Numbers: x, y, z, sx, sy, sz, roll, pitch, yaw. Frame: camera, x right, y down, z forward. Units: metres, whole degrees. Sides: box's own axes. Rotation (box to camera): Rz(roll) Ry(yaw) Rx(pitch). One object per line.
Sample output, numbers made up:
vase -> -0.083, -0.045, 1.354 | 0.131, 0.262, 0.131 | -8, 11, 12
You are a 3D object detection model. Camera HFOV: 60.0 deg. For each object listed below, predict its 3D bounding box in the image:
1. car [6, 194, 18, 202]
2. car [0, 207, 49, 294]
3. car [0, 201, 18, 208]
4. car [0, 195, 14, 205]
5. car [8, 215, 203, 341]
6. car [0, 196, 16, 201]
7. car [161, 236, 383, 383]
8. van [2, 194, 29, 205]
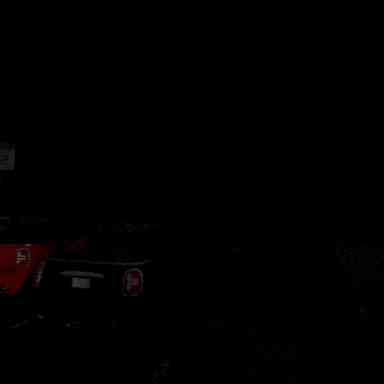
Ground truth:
car -> -25.286, 1.327, 47.340 | 5.566, 2.045, 2.435 | 1, 1, 14
car -> -3.471, 1.368, 8.594 | 2.185, 1.767, 4.553 | 0, -1, 16
car -> -8.327, 1.378, 12.147 | 2.185, 1.767, 4.553 | 0, -1, 15
car -> -35.864, 1.492, 61.988 | 4.553, 1.767, 2.185 | -1, -1, 14
car -> -1.030, 1.364, 6.847 | 2.185, 1.767, 4.553 | 0, -1, 16
car -> -26.941, 1.606, 44.877 | 4.792, 1.488, 2.163 | 1, 1, 14
car -> 1.424, 1.516, 5.097 | 2.163, 1.488, 4.792 | 1, -1, 16
van -> -34.259, 1.395, 64.503 | 4.442, 1.987, 1.878 | -1, 0, 14
